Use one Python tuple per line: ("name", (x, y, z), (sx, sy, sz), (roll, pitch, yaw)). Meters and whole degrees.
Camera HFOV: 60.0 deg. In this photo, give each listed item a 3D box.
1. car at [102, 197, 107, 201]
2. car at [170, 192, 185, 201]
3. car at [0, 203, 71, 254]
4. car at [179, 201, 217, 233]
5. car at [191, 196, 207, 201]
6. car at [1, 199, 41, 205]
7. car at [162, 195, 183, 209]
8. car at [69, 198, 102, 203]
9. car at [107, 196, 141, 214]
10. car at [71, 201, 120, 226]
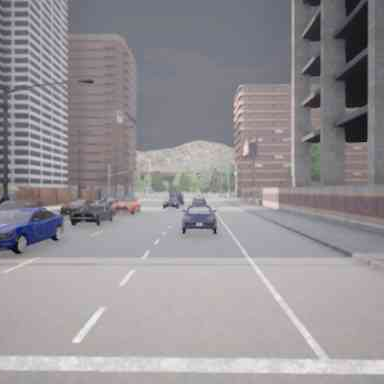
("car", (-9.677, 1.293, 39.810), (1.882, 1.535, 5.008), (0, 0, 1))
("car", (-2.393, 0.984, 51.465), (2.150, 2.045, 5.566), (0, 0, 1))
("car", (-6.896, 1.414, 13.428), (1.882, 1.535, 5.008), (0, 0, 1))
("car", (0.422, 1.439, 18.818), (1.812, 1.442, 4.674), (0, 0, 1))
("car", (0.948, 1.292, 43.667), (2.128, 1.511, 4.902), (0, 0, 2))
("car", (-10.254, 1.260, 19.507), (2.097, 1.767, 4.553), (0, 0, 2))
("car", (-2.536, 1.410, 41.420), (1.895, 1.301, 4.718), (0, 0, 1))
("car", (-9.969, 1.339, 29.635), (1.882, 1.535, 5.008), (0, 0, 2))
("car", (-6.369, 1.201, 32.575), (2.097, 1.767, 4.553), (0, 0, 2))
("car", (-6.664, 1.495, 22.771), (1.895, 1.301, 4.718), (0, 0, 1))
